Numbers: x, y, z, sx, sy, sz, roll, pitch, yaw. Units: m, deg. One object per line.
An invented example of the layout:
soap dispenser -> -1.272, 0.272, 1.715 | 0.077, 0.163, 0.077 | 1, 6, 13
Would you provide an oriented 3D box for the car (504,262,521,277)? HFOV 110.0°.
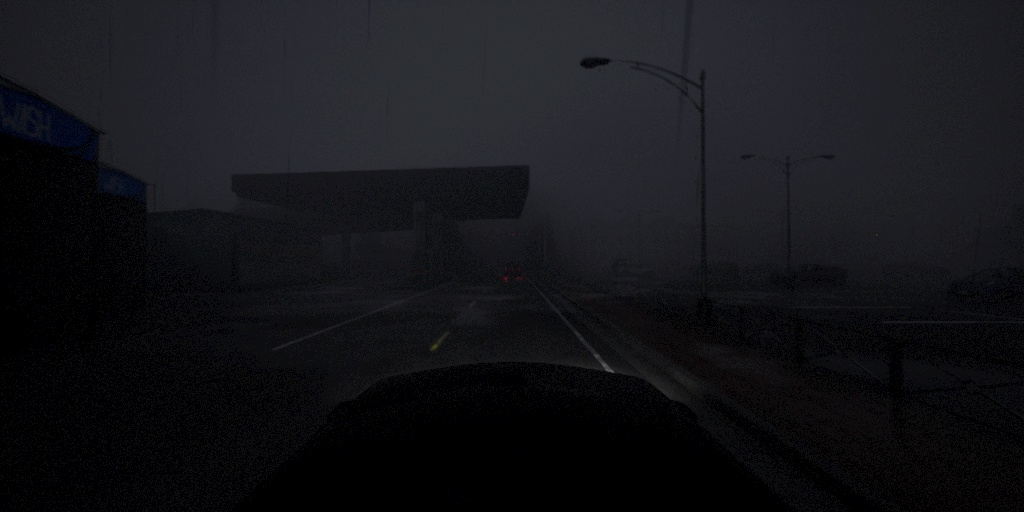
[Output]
car -> 0.054, 1.556, 43.878 | 2.097, 1.767, 4.553 | 0, -1, 0
